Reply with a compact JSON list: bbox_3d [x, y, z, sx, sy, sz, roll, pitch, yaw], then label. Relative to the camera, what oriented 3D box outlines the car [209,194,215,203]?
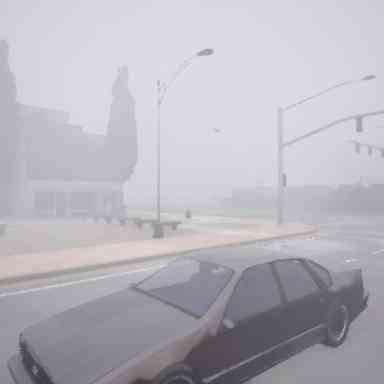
[{"bbox_3d":[5.375,1.367,70.368,3.866,1.878,1.905,0,0,-41],"label":"car"}]

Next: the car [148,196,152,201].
[{"bbox_3d":[-9.261,1.431,87.482,4.605,1.855,1.932,0,0,-41],"label":"car"}]

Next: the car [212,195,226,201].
[{"bbox_3d":[7.607,1.678,94.555,3.806,1.475,1.970,0,0,-41],"label":"car"}]

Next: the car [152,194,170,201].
[{"bbox_3d":[-7.419,1.425,85.248,3.866,1.878,1.905,0,0,-41],"label":"car"}]

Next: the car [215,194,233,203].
[{"bbox_3d":[7.250,1.597,68.162,3.806,1.475,1.970,0,0,-41],"label":"car"}]

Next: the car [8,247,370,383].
[{"bbox_3d":[0.552,1.562,4.700,5.357,1.411,2.033,0,0,-39],"label":"car"}]
